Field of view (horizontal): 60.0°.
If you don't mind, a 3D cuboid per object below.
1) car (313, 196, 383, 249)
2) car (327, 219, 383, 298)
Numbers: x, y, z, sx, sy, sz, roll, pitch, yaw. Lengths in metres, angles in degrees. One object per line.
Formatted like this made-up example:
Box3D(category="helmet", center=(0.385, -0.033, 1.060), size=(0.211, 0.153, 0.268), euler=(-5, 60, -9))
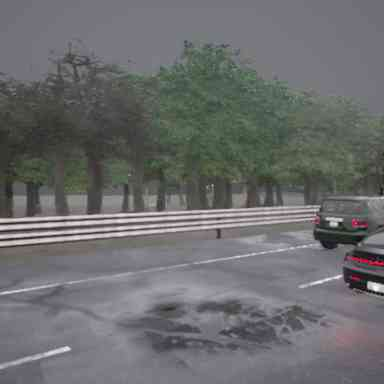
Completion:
Box3D(category="car", center=(7.057, 1.175, 12.872), size=(5.566, 2.045, 2.150), euler=(0, 0, -34))
Box3D(category="car", center=(5.338, 1.475, 7.444), size=(4.892, 1.490, 1.837), euler=(0, 0, -35))
